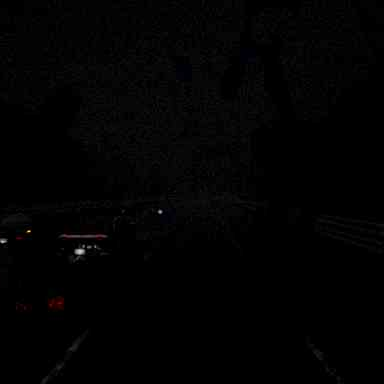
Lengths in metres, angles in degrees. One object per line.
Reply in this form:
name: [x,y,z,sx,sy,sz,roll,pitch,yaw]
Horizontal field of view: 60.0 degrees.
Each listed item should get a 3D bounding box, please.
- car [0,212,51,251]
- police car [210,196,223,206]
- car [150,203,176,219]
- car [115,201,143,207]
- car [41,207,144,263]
car: [-6.687,1.576,14.226,1.812,1.442,4.674,0,0,1]
police car: [4.484,1.730,64.207,1.930,1.638,5.238,0,0,6]
car: [-2.581,1.677,30.300,1.994,1.385,4.181,0,0,3]
car: [-5.990,1.597,32.204,1.882,1.535,5.008,0,0,3]
car: [-3.232,1.535,12.172,2.128,1.511,4.902,0,0,1]
